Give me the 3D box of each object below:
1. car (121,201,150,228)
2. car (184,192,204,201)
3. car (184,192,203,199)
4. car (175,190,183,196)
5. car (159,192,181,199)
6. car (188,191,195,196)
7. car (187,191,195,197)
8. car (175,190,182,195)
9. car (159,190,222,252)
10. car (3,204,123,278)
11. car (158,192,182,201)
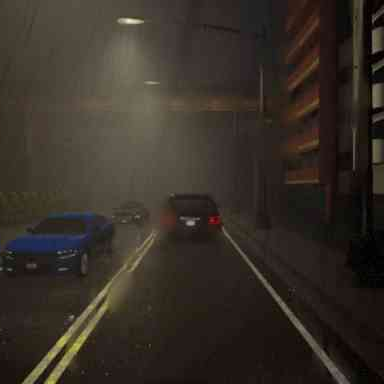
[{"bbox_3d":[-3.653,1.292,20.334,1.812,1.442,4.674,0,1,0],"label":"car"},{"bbox_3d":[0.273,0.755,59.168,2.038,1.542,4.974,0,1,-21],"label":"car"},{"bbox_3d":[0.254,0.597,59.215,1.853,1.218,4.536,0,1,-21],"label":"car"},{"bbox_3d":[-3.676,0.349,94.268,2.038,1.542,4.974,0,1,-1],"label":"car"},{"bbox_3d":[-3.868,0.601,59.504,1.853,1.218,4.536,0,1,24],"label":"car"},{"bbox_3d":[-0.210,0.285,85.811,1.853,1.218,4.536,0,1,-1],"label":"car"},{"bbox_3d":[-0.209,0.443,85.761,2.038,1.542,4.974,0,1,-1],"label":"car"},{"bbox_3d":[-3.677,0.191,94.318,1.853,1.218,4.536,0,1,-1],"label":"car"},{"bbox_3d":[-0.052,1.063,13.328,2.150,2.045,5.566,0,1,0],"label":"car"},{"bbox_3d":[-3.627,1.365,10.001,1.882,1.535,5.008,0,1,0],"label":"car"},{"bbox_3d":[-3.889,0.759,59.458,2.038,1.542,4.974,0,1,24],"label":"car"}]
